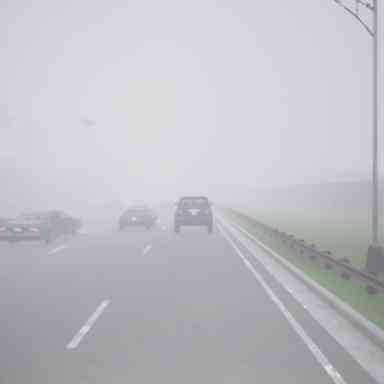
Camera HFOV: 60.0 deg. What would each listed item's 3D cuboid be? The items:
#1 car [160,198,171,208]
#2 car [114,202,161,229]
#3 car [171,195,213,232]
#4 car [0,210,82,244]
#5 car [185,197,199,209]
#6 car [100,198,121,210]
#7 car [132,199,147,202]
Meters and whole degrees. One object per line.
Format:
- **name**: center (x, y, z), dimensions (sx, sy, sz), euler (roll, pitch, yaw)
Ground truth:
- **car**: center (-3.486, 1.543, 46.396), dimensions (1.994, 1.385, 4.181), euler (0, 0, 0)
- **car**: center (-3.406, 1.554, 21.582), dimensions (1.994, 1.385, 4.181), euler (0, 0, 0)
- **car**: center (0.095, 1.212, 20.237), dimensions (2.150, 2.045, 5.566), euler (0, 0, 0)
- **car**: center (-6.905, 1.540, 15.705), dimensions (2.033, 1.411, 5.357), euler (0, 0, 0)
- **car**: center (0.003, 1.486, 45.835), dimensions (1.837, 1.490, 4.892), euler (0, 1, 0)
- **car**: center (-10.511, 1.527, 43.443), dimensions (2.033, 1.411, 5.357), euler (0, 0, 0)
- **car**: center (-7.009, 1.580, 44.988), dimensions (1.895, 1.301, 4.718), euler (0, 0, 0)
